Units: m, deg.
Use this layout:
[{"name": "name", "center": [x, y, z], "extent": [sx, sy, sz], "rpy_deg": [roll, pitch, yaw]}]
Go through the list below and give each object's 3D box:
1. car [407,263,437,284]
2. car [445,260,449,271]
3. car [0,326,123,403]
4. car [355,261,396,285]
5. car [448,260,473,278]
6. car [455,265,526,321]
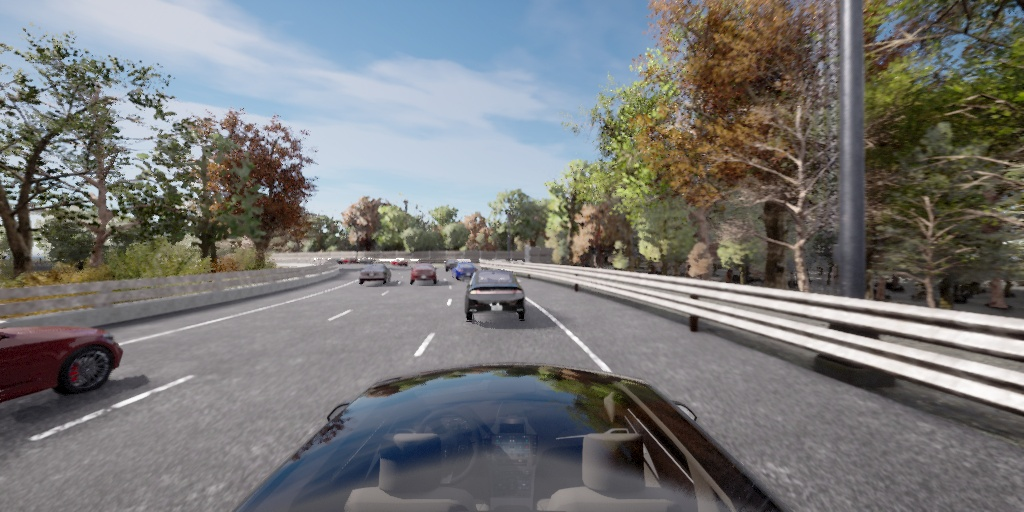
[{"name": "car", "center": [-6.609, 1.263, 26.867], "extent": [1.812, 1.442, 4.674], "rpy_deg": [0, 0, -13]}, {"name": "car", "center": [-7.807, 1.237, 47.031], "extent": [1.812, 1.442, 4.674], "rpy_deg": [0, 0, -12]}, {"name": "car", "center": [-7.073, 1.299, 3.702], "extent": [1.812, 1.442, 4.674], "rpy_deg": [0, 0, -2]}, {"name": "car", "center": [-10.097, 1.298, 26.640], "extent": [2.033, 1.411, 5.357], "rpy_deg": [0, 0, -14]}, {"name": "car", "center": [-4.011, 1.248, 30.223], "extent": [1.812, 1.442, 4.674], "rpy_deg": [0, 0, -15]}, {"name": "car", "center": [-0.642, 1.228, 12.402], "extent": [2.128, 1.511, 4.902], "rpy_deg": [0, 0, -5]}]
